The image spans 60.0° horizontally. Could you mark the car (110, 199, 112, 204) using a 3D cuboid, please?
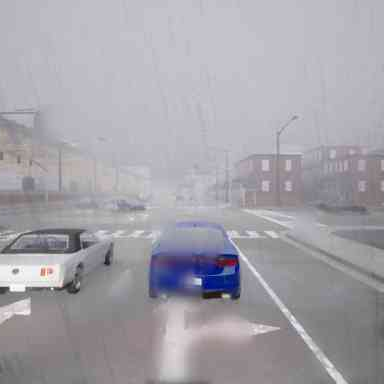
[{"bbox_3d":[-13.985,1.525,62.578,1.812,1.442,4.674,0,0,0],"label":"car"}]

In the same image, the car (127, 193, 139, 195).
[{"bbox_3d":[-10.517,1.219,58.341,2.150,2.045,5.566,0,0,0],"label":"car"}]

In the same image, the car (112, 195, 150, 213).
[{"bbox_3d":[-6.929,1.477,37.209,1.882,1.535,5.008,-1,0,-32],"label":"car"}]

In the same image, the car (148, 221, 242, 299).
[{"bbox_3d":[0.075,1.478,8.508,1.882,1.535,5.008,0,0,1],"label":"car"}]

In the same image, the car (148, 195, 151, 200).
[{"bbox_3d":[-10.422,1.524,70.998,1.812,1.442,4.674,0,0,0],"label":"car"}]

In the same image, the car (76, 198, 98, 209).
[{"bbox_3d":[-14.049,1.525,44.703,1.812,1.442,4.674,0,0,0],"label":"car"}]

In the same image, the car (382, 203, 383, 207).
[{"bbox_3d":[25.746,1.221,39.474,5.566,2.045,2.150,0,0,0],"label":"car"}]

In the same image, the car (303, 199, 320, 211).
[{"bbox_3d":[15.755,1.491,39.486,4.902,1.511,2.128,0,0,0],"label":"car"}]

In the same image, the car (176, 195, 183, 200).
[{"bbox_3d":[-3.398,1.500,93.267,1.837,1.490,4.892,0,0,0],"label":"car"}]

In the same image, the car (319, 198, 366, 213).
[{"bbox_3d":[16.500,1.564,35.983,4.181,1.385,1.994,0,0,0],"label":"car"}]

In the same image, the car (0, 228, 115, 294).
[{"bbox_3d":[-3.420,1.601,8.775,1.895,1.301,4.718,0,0,0],"label":"car"}]

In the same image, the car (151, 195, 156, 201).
[{"bbox_3d":[-10.406,1.522,85.327,1.994,1.385,4.181,0,0,0],"label":"car"}]

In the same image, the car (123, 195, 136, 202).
[{"bbox_3d":[-13.919,1.500,74.138,1.837,1.490,4.892,0,0,0],"label":"car"}]

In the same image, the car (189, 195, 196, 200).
[{"bbox_3d":[0.102,1.540,93.311,2.033,1.411,5.357,0,0,0],"label":"car"}]
